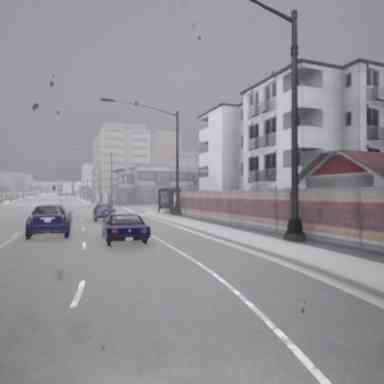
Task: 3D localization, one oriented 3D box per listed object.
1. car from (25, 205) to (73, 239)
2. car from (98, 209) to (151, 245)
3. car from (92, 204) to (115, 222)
[{"bbox_3d":[-7.855,1.480,18.602,2.097,1.767,4.553,0,0,-18],"label":"car"},{"bbox_3d":[-3.331,1.711,16.162,1.895,1.301,4.718,0,0,-18],"label":"car"},{"bbox_3d":[-7.644,1.744,28.944,2.033,1.411,5.357,0,0,-19],"label":"car"}]
